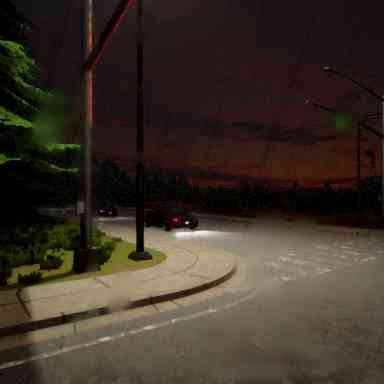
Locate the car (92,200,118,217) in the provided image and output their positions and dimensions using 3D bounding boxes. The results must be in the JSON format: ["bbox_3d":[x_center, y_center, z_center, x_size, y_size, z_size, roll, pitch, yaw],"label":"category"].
[{"bbox_3d":[-8.493,1.526,31.110,1.837,1.490,4.892,0,2,-34],"label":"car"}]

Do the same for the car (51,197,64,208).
[{"bbox_3d":[-19.820,1.508,47.871,1.882,1.535,5.008,0,0,-34],"label":"car"}]

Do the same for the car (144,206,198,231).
[{"bbox_3d":[-1.405,1.591,20.710,1.994,1.385,4.181,0,0,-34],"label":"car"}]
